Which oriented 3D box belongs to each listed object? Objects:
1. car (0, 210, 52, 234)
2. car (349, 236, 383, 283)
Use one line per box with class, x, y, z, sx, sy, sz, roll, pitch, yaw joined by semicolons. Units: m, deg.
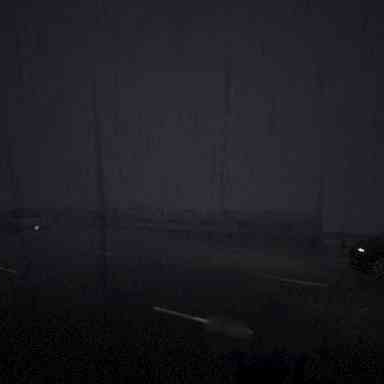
car;-10.615;1.759;20.159;4.718;1.301;1.895;-1;0;35
car;6.476;1.488;7.972;4.902;1.511;2.128;-1;0;35
